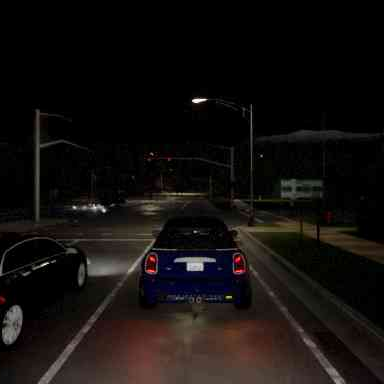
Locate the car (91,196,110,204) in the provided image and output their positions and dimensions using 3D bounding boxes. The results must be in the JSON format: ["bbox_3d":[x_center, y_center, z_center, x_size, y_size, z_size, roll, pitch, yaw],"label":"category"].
[{"bbox_3d":[-17.786,1.491,64.875,2.128,1.511,4.902,0,0,1],"label":"car"}]

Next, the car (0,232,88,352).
[{"bbox_3d":[-3.440,1.505,6.145,1.837,1.490,4.892,0,0,0],"label":"car"}]

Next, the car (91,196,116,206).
[{"bbox_3d":[-14.473,1.601,54.472,1.895,1.301,4.718,0,0,1],"label":"car"}]

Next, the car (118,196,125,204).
[{"bbox_3d":[-14.306,1.546,64.254,2.033,1.411,5.357,0,0,1],"label":"car"}]

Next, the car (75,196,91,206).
[{"bbox_3d":[-17.941,1.477,55.685,1.882,1.535,5.008,0,0,1],"label":"car"}]

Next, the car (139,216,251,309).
[{"bbox_3d":[0.070,1.352,8.049,2.097,1.767,4.553,0,0,0],"label":"car"}]
